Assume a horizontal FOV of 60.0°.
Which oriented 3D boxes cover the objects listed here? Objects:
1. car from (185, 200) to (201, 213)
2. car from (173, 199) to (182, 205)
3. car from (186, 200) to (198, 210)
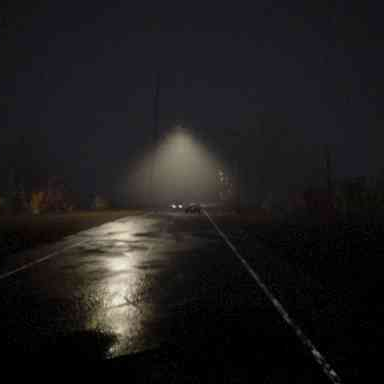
[{"bbox_3d":[0.093,1.981,42.839,1.994,1.385,4.181,0,-1,1],"label":"car"},{"bbox_3d":[-3.368,2.354,77.725,1.895,1.301,4.718,0,-1,1],"label":"car"},{"bbox_3d":[0.003,2.056,54.449,1.812,1.442,4.674,0,-1,0],"label":"car"}]
